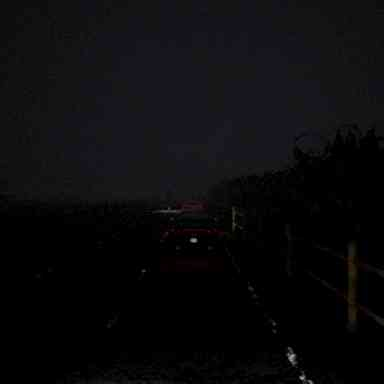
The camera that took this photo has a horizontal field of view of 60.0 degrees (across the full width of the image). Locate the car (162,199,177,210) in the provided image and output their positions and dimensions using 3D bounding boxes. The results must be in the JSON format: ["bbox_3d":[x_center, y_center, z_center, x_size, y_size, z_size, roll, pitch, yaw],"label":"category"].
[{"bbox_3d":[-2.878,1.629,43.923,2.033,1.411,5.357,0,0,0],"label":"car"}]

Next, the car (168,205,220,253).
[{"bbox_3d":[0.072,1.507,13.874,1.882,1.535,5.008,0,0,0],"label":"car"}]

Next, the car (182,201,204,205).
[{"bbox_3d":[0.065,1.538,31.182,1.882,1.535,5.008,0,0,0],"label":"car"}]
